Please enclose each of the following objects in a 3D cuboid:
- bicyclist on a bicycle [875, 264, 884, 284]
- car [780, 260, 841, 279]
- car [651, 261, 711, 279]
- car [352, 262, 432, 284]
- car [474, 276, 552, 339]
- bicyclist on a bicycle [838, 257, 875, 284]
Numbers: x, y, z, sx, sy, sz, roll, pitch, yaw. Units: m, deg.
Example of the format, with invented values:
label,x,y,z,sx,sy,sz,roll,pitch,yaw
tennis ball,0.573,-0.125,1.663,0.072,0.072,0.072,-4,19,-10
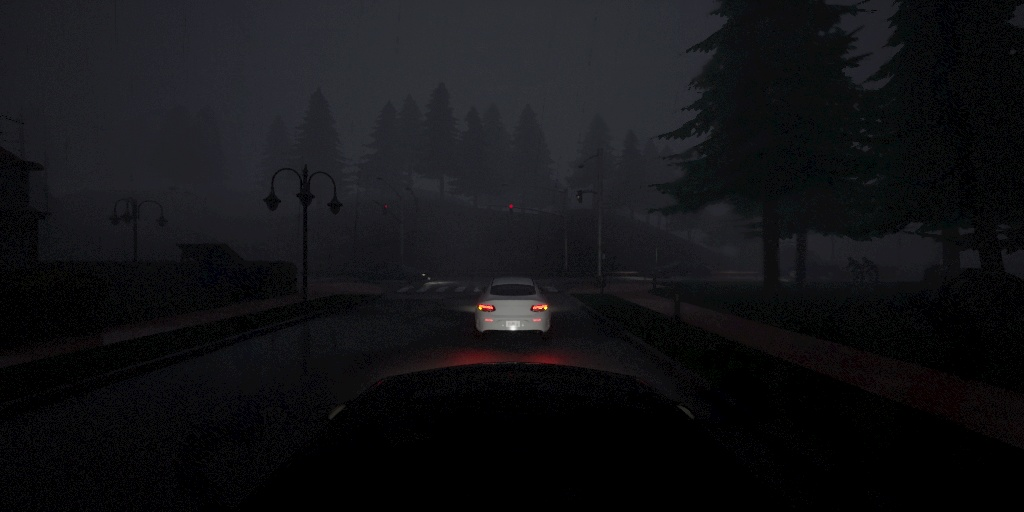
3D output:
label,x,y,z,sx,sy,sz,roll,pitch,yaw
bicyclist on a bicycle,21.781,0.893,21.954,0.582,1.620,1.656,0,0,-14
car,24.386,1.065,29.900,5.008,1.535,1.882,0,0,0
car,14.065,1.113,29.864,4.674,1.442,1.812,0,0,-1
car,-8.489,1.153,25.548,5.357,1.411,2.033,1,1,6
car,0.023,1.276,9.935,1.812,1.442,4.674,0,0,0
bicyclist on a bicycle,21.134,0.891,22.213,0.582,1.620,1.656,0,0,-16
